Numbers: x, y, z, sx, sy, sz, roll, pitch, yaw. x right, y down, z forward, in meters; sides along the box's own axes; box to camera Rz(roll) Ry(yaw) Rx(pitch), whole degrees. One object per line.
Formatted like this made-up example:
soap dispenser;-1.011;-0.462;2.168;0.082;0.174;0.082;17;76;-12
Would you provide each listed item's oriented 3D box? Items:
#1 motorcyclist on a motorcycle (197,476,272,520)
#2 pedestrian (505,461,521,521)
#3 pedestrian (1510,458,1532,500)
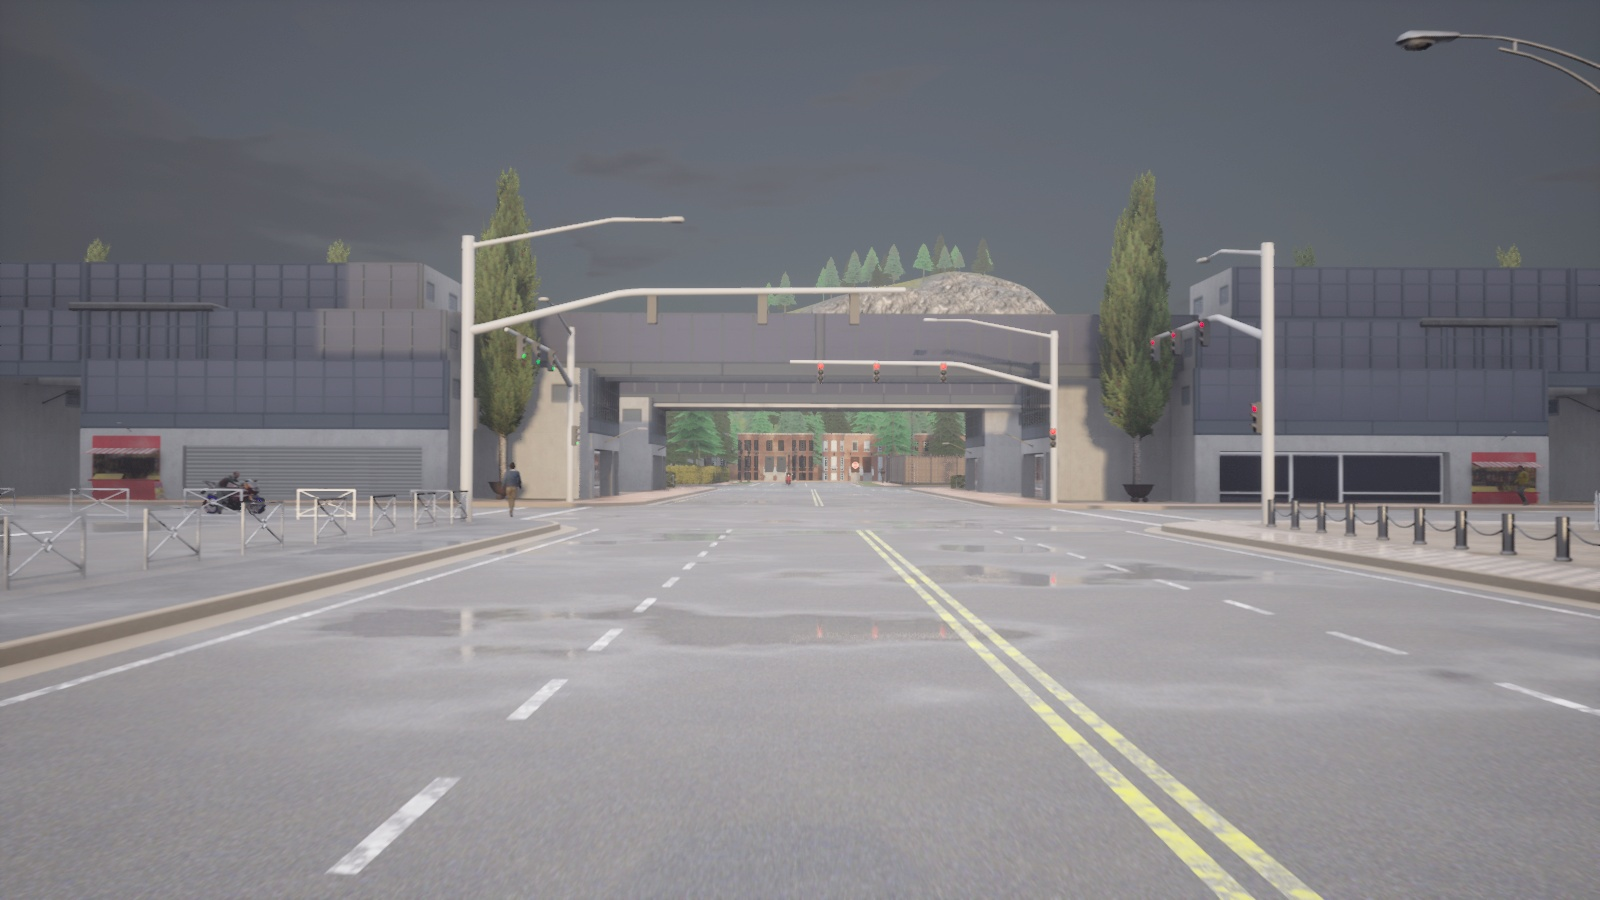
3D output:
motorcyclist on a motorcycle;-19.596;1.657;43.550;2.191;1.530;0.866;0;-1;1
pedestrian;-9.432;1.330;41.291;0.423;1.949;0.788;0;-1;-6
pedestrian;31.858;1.275;55.506;0.709;1.840;0.431;0;-1;0
